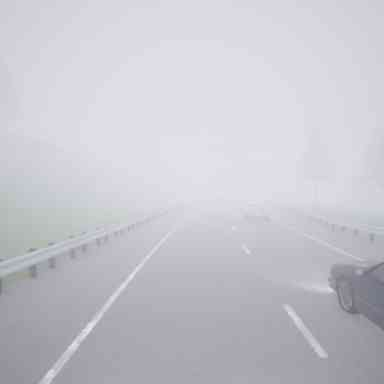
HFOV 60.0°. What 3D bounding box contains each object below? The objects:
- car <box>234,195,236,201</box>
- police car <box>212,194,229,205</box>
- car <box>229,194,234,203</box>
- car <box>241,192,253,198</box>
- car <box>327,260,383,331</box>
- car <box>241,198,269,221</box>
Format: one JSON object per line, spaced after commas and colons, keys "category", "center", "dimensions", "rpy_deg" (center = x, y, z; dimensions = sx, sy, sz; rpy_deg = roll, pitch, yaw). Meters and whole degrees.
{"category": "car", "center": [7.950, 1.116, 70.115], "dimensions": [2.097, 1.767, 4.553], "rpy_deg": [0, 0, 14]}
{"category": "police car", "center": [4.437, 1.240, 54.691], "dimensions": [1.930, 1.638, 5.238], "rpy_deg": [0, 0, 11]}
{"category": "car", "center": [6.528, 1.310, 64.333], "dimensions": [1.812, 1.442, 4.674], "rpy_deg": [0, 0, 13]}
{"category": "car", "center": [14.315, 0.879, 88.666], "dimensions": [2.097, 1.767, 4.553], "rpy_deg": [0, 0, 17]}
{"category": "car", "center": [3.675, 1.536, 4.464], "dimensions": [2.033, 1.411, 5.357], "rpy_deg": [0, 0, 1]}
{"category": "car", "center": [4.977, 1.440, 26.371], "dimensions": [1.812, 1.442, 4.674], "rpy_deg": [0, 0, 5]}
